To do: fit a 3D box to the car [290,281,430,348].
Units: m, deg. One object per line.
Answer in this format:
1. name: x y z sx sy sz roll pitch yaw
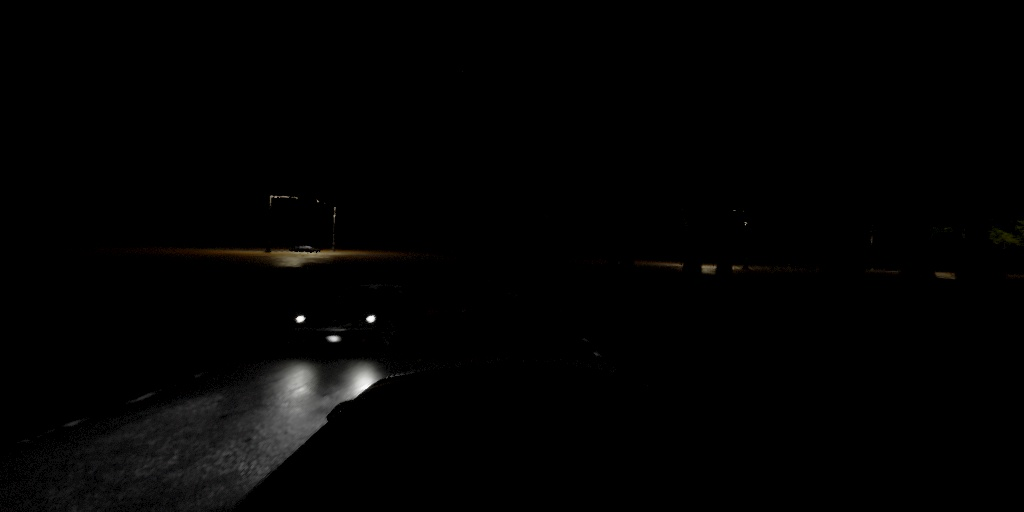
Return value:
1. car: -3.604 1.365 9.470 1.895 1.301 4.718 0 0 0
